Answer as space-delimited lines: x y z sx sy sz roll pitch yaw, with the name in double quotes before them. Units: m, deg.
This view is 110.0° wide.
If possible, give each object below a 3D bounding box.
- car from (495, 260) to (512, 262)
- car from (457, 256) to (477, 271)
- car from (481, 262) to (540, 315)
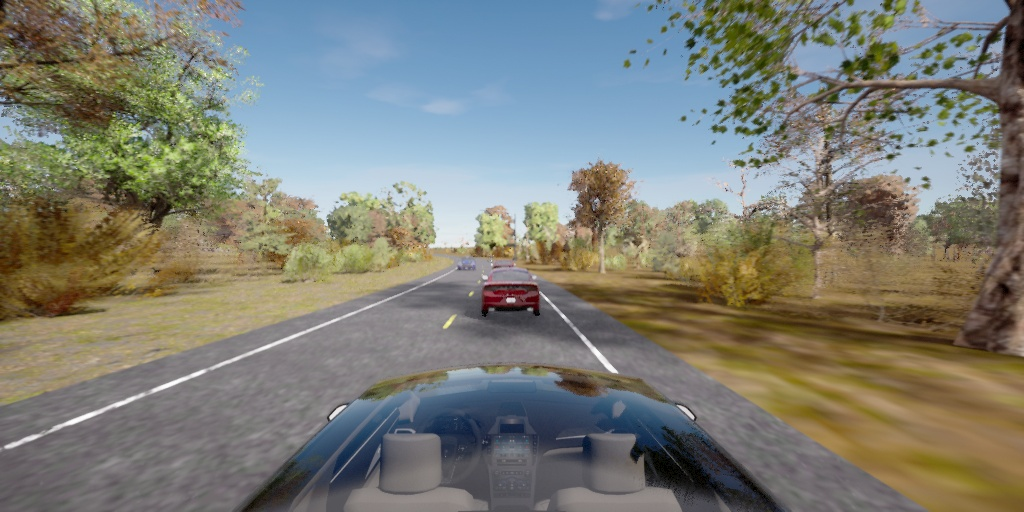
"car" -0.685 1.036 28.848 1.882 1.535 5.008 0 0 -3
"car" -5.277 0.800 42.455 2.097 1.767 4.553 0 1 -4
"car" -0.082 1.153 13.187 1.882 1.535 5.008 0 0 -1
